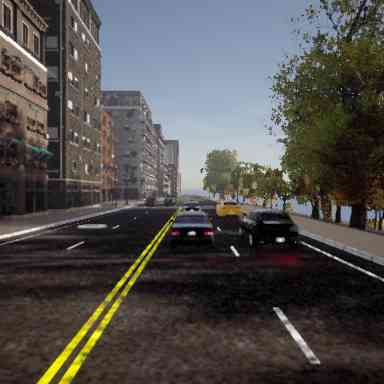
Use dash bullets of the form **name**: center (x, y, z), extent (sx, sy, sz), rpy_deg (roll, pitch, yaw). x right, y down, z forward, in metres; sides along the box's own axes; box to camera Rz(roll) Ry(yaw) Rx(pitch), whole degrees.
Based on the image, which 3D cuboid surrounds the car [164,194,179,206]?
- **car**: center (-3.250, 1.339, 53.621), extent (2.150, 2.045, 5.566), rpy_deg (0, 0, 0)

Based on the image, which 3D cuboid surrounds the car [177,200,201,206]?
- **car**: center (0.000, 1.563, 29.650), extent (2.033, 1.411, 5.357), rpy_deg (0, 0, 0)

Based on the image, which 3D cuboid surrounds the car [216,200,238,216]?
- **car**: center (3.250, 1.485, 29.650), extent (1.882, 1.535, 5.008), rpy_deg (0, 0, 0)

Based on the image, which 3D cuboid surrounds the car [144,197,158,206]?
- **car**: center (-6.500, 1.573, 53.651), extent (1.837, 1.490, 4.892), rpy_deg (0, 0, 0)

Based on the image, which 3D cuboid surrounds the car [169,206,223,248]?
- **car**: center (0.000, 1.561, 14.650), extent (2.033, 1.411, 5.357), rpy_deg (0, 0, 0)

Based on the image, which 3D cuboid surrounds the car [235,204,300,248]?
- **car**: center (3.250, 1.514, 14.650), extent (1.837, 1.490, 4.892), rpy_deg (0, 0, 0)
